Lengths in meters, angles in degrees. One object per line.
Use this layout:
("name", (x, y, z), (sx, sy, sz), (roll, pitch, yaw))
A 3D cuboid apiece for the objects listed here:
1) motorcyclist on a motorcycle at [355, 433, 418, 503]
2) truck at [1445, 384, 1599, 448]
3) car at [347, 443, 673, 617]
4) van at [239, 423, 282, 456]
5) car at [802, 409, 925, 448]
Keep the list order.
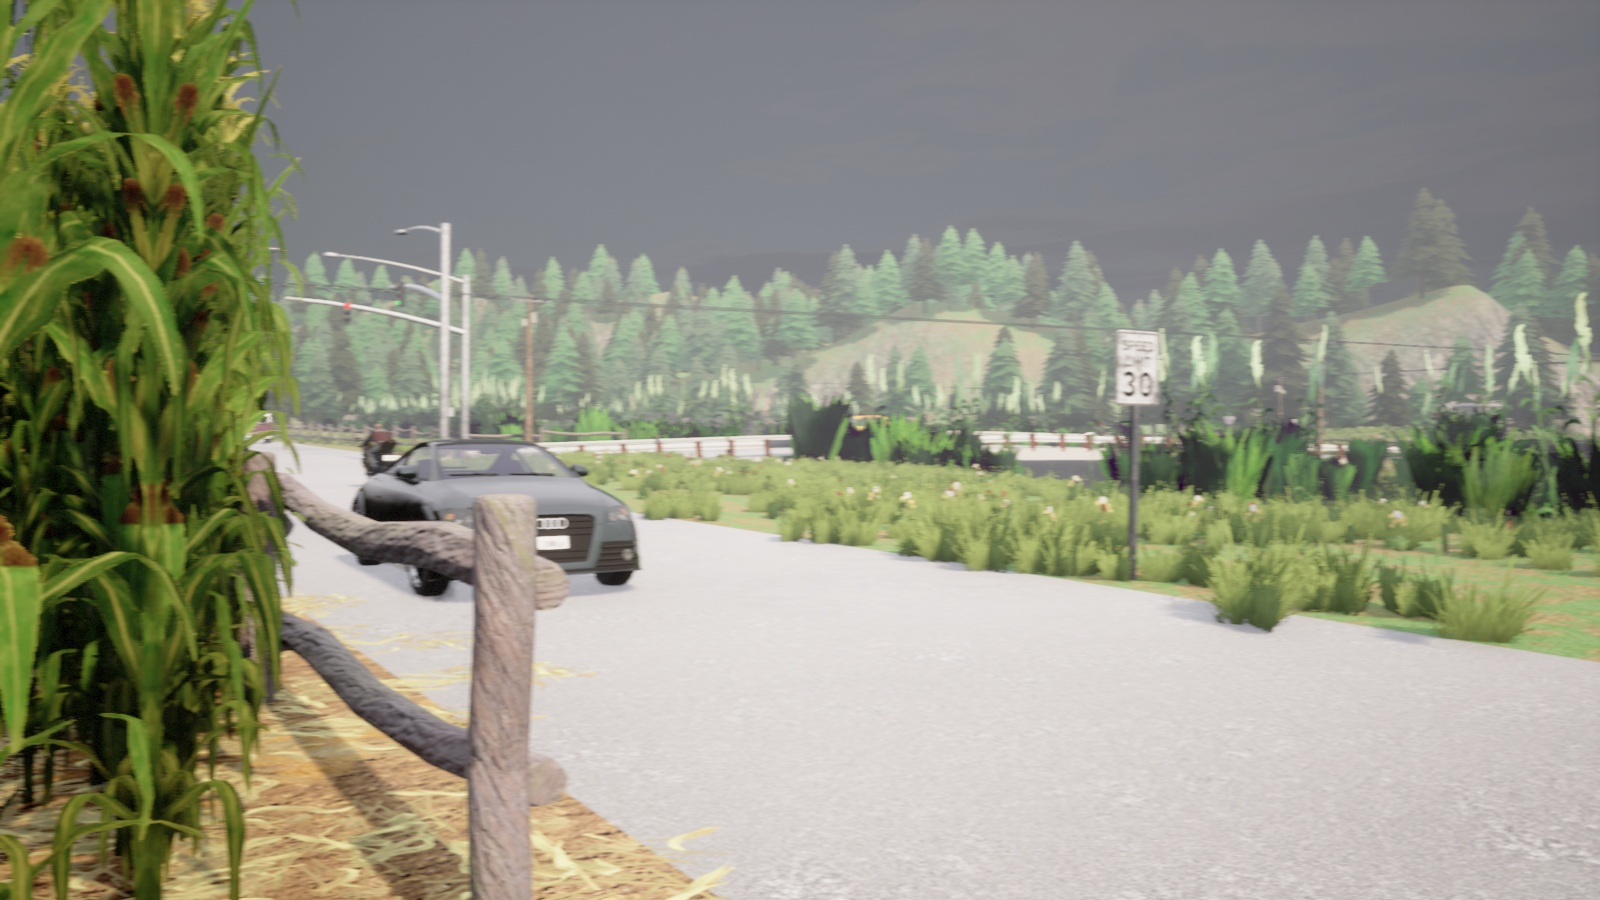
("motorcyclist on a motorcycle", (-9.599, 0.385, 29.090), (0.866, 1.530, 2.191), (-1, 1, -32))
("truck", (41.619, -1.938, 72.193), (2.891, 3.462, 7.936), (-1, 1, -26))
("car", (-3.103, 0.655, 12.725), (1.994, 1.385, 4.181), (-1, 1, -31))
("van", (-35.252, -0.693, 81.984), (2.069, 2.038, 4.480), (-1, 1, -29))
("car", (2.947, -0.999, 57.644), (5.366, 1.575, 1.801), (-3, 2, -25))
